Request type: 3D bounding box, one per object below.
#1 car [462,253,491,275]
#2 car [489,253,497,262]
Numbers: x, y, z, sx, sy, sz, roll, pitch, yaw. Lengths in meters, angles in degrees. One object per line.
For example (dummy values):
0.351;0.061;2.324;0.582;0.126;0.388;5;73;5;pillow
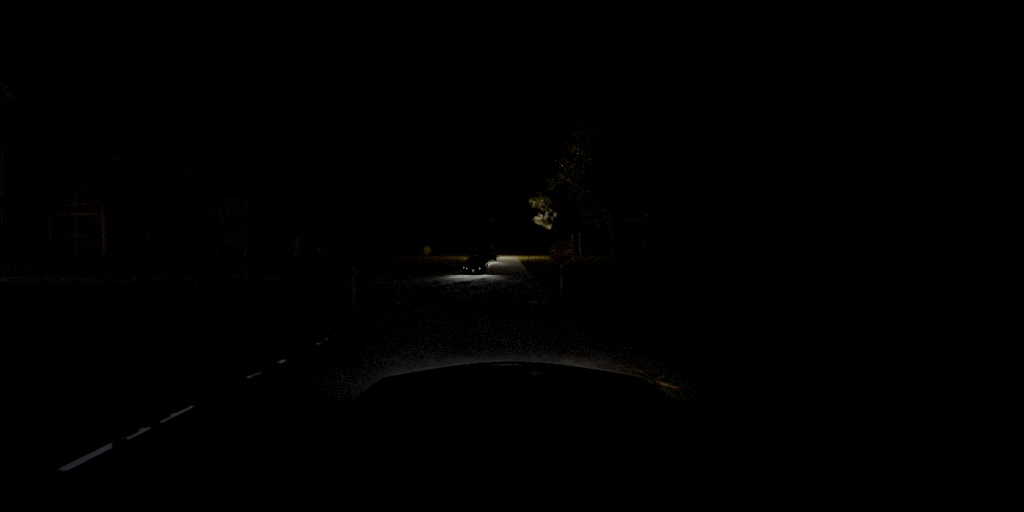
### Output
-3.063;0.797;30.437;1.837;1.490;4.892;0;2;-1;car
-3.349;0.191;56.585;1.895;1.301;4.718;0;2;-1;car
